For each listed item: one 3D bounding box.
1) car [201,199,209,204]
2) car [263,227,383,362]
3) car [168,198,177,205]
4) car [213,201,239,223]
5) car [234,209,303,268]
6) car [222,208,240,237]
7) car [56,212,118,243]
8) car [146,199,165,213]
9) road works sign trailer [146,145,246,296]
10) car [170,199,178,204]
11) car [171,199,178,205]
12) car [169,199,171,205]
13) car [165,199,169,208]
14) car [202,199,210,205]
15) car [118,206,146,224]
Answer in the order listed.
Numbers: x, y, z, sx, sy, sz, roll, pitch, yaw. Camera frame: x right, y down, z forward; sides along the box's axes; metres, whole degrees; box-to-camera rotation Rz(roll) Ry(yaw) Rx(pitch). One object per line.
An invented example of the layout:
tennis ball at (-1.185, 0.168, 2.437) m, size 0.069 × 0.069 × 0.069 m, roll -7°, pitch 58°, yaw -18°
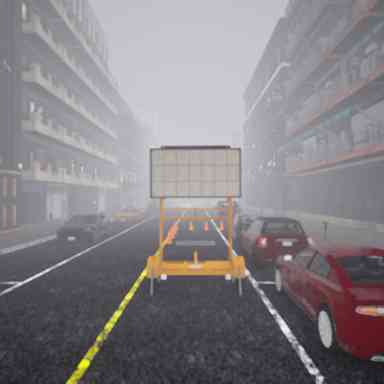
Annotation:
car at (3.568, 2.563, 90.616) m, size 1.887 × 1.381 × 4.507 m, roll 0°, pitch -1°, yaw 1°
car at (2.767, 1.608, 6.079) m, size 1.887 × 1.381 × 4.507 m, roll 0°, pitch -1°, yaw 1°
car at (-4.865, 2.424, 85.064) m, size 1.967 × 1.590 × 4.097 m, roll 0°, pitch -1°, yaw 1°
car at (2.981, 1.638, 28.625) m, size 2.192 × 1.841 × 5.009 m, roll 0°, pitch -1°, yaw 1°
car at (2.820, 1.569, 11.717) m, size 1.967 × 1.590 × 4.097 m, roll 0°, pitch -1°, yaw 1°
car at (2.874, 1.745, 17.350) m, size 2.008 × 1.369 × 4.403 m, roll 0°, pitch -1°, yaw 1°
car at (-5.507, 1.789, 17.432) m, size 1.947 × 1.339 × 4.313 m, roll 0°, pitch -1°, yaw 1°
car at (-5.240, 1.983, 45.614) m, size 1.967 × 1.590 × 4.097 m, roll 0°, pitch -1°, yaw 1°
road works sign trailer at (0.098, 0.569, 8.886) m, size 2.380 × 3.560 × 2.880 m, roll 0°, pitch -1°, yaw 1°
car at (-4.811, 2.592, 90.699) m, size 1.887 × 1.381 × 4.507 m, roll 0°, pitch -1°, yaw 1°
car at (-4.918, 2.237, 79.430) m, size 2.192 × 1.841 × 5.009 m, roll 0°, pitch -1°, yaw 1°
car at (-5.133, 2.252, 56.884) m, size 1.802 × 1.307 × 4.206 m, roll 0°, pitch -1°, yaw 1°
car at (-5.186, 1.922, 51.251) m, size 2.192 × 1.841 × 5.009 m, roll 0°, pitch -1°, yaw 1°
car at (3.463, 2.420, 79.515) m, size 1.752 × 1.417 × 4.829 m, roll 0°, pitch -1°, yaw 1°
car at (-5.402, 1.875, 28.535) m, size 1.752 × 1.417 × 4.829 m, roll 0°, pitch -1°, yaw 1°
